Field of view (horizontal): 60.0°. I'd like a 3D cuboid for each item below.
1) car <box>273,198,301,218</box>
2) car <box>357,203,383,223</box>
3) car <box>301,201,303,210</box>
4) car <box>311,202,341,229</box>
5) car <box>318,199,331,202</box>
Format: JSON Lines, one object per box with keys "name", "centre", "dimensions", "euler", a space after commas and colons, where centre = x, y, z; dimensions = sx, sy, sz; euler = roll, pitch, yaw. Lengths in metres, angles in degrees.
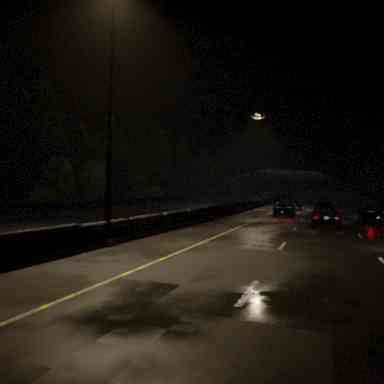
{"name": "car", "centre": [8.903, 1.570, 31.714], "dimensions": [2.128, 1.511, 4.902], "euler": [0, 0, 21]}
{"name": "car", "centre": [14.212, 1.624, 26.051], "dimensions": [2.128, 1.511, 4.902], "euler": [0, 0, 21]}
{"name": "car", "centre": [12.739, 1.533, 41.567], "dimensions": [1.837, 1.490, 4.892], "euler": [0, 1, 21]}
{"name": "car", "centre": [9.237, 1.661, 22.918], "dimensions": [2.033, 1.411, 5.357], "euler": [0, 0, 21]}
{"name": "car", "centre": [14.652, 1.579, 36.837], "dimensions": [1.837, 1.490, 4.892], "euler": [0, 1, 21]}
